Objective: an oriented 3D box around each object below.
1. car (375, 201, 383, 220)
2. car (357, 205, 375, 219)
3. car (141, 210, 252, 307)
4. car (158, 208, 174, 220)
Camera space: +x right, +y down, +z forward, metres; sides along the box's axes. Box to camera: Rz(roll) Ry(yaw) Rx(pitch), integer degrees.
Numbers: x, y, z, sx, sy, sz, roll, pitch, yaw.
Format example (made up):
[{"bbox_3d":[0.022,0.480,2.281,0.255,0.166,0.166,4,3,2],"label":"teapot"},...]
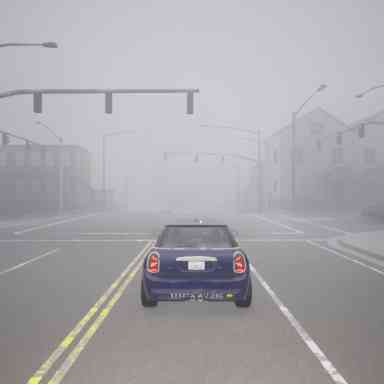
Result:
[{"bbox_3d":[16.053,1.564,24.063,4.181,1.385,1.994,0,0,0],"label":"car"},{"bbox_3d":[16.442,1.491,27.722,4.902,1.511,2.128,0,0,-1],"label":"car"},{"bbox_3d":[0.095,1.352,8.141,2.097,1.767,4.553,0,0,0],"label":"car"},{"bbox_3d":[-3.556,3.094,46.149,1.895,1.301,4.718,0,-8,0],"label":"car"}]
